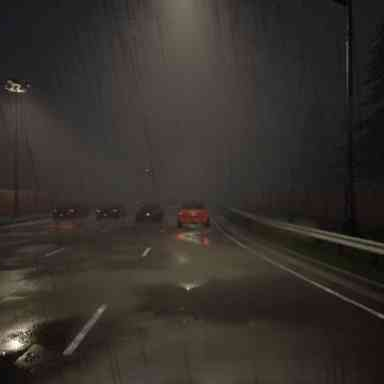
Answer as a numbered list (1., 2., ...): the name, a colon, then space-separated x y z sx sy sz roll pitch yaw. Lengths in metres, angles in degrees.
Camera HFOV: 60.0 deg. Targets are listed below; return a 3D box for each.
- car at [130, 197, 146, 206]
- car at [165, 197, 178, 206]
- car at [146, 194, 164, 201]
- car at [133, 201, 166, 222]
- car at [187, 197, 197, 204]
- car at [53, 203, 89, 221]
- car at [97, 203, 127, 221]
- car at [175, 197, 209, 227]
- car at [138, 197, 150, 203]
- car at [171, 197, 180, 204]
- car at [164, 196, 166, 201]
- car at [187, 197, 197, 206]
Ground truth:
1. car: -10.521 1.905 63.364 1.895 1.301 4.718 0 0 0
2. car: -3.520 1.806 62.920 1.837 1.490 4.892 0 0 0
3. car: -7.021 1.657 63.306 2.097 1.767 4.553 0 0 0
4. car: -3.410 1.697 27.661 1.994 1.385 4.181 0 0 0
5. car: -0.024 1.763 73.340 2.033 1.411 5.357 0 0 0
6. car: -10.411 1.666 28.837 1.812 1.442 4.674 0 -1 0
7. car: -6.910 1.665 28.822 1.812 1.442 4.674 0 -1 0
8. car: 0.092 1.466 23.653 2.097 1.767 4.553 0 0 0
9. car: -10.524 1.776 73.337 1.994 1.385 4.181 0 0 0
10. car: -3.524 1.747 73.339 1.812 1.442 4.674 0 0 0
11. car: -7.024 1.449 73.370 2.150 2.045 5.566 0 0 0
12. car: -0.020 1.780 62.921 1.882 1.535 5.008 0 0 0
